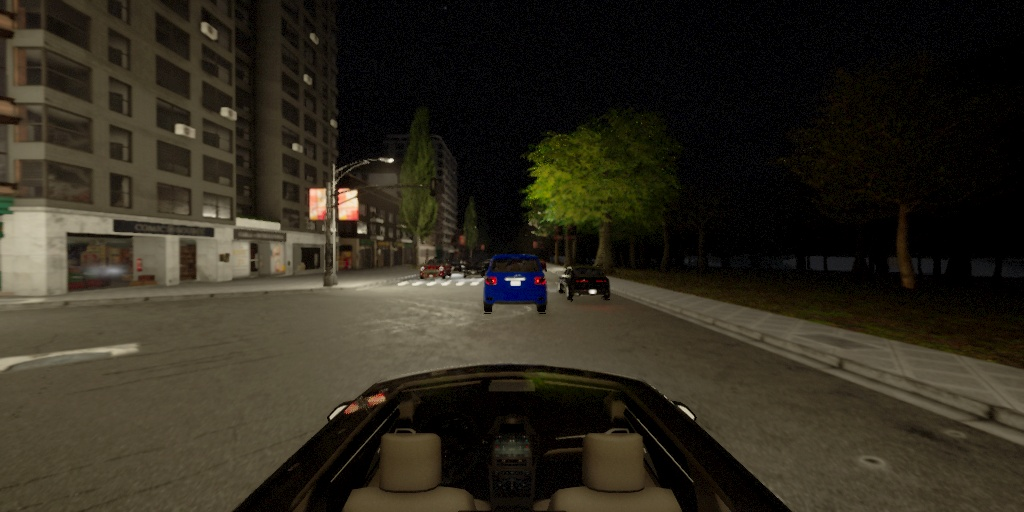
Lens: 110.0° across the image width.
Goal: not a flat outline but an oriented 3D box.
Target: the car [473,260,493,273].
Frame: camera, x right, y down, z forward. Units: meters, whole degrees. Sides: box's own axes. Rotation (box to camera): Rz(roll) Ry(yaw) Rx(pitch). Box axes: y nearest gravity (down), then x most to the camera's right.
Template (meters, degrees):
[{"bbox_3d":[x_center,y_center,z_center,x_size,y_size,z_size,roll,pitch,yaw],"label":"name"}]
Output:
[{"bbox_3d":[-3.335,1.234,42.094,1.994,1.385,4.181,0,0,1],"label":"car"}]

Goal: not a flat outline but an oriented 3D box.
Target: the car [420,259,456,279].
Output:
[{"bbox_3d":[-6.598,1.040,31.459,2.097,1.767,4.553,0,0,0],"label":"car"}]

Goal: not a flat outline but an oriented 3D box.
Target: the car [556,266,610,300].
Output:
[{"bbox_3d":[3.343,1.223,17.296,1.837,1.490,4.892,0,0,0],"label":"car"}]

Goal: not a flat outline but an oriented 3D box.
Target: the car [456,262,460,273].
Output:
[{"bbox_3d":[-6.597,1.162,41.769,2.128,1.511,4.902,0,0,0],"label":"car"}]

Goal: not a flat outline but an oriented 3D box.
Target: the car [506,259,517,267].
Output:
[{"bbox_3d":[-0.021,1.186,62.030,1.812,1.442,4.674,0,0,0],"label":"car"}]

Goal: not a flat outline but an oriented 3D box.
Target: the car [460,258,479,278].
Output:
[{"bbox_3d":[-3.344,1.189,33.097,1.837,1.490,4.892,0,0,0],"label":"car"}]

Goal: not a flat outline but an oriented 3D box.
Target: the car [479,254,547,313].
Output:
[{"bbox_3d":[0.090,0.947,13.950,2.150,2.045,5.566,0,0,-1],"label":"car"}]
